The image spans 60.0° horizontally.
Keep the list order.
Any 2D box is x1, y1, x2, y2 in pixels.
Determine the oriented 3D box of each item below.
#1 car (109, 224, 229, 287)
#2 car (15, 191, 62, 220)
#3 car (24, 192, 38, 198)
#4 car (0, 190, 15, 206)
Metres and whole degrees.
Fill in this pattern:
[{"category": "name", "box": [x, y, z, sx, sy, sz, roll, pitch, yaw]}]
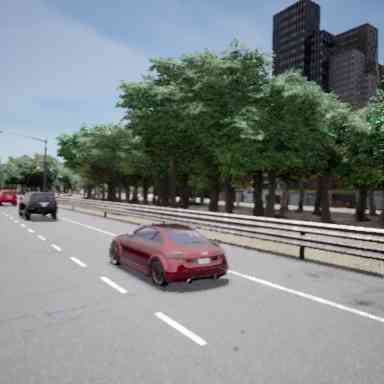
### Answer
[{"category": "car", "box": [-0.837, 1.606, 9.648, 1.994, 1.385, 4.181, 2, -1, -34]}, {"category": "car", "box": [-12.153, 1.023, 26.198, 2.150, 2.045, 5.566, 2, 0, -34]}, {"category": "car", "box": [-41.134, 0.817, 85.112, 1.812, 1.442, 4.674, 2, 0, -6]}, {"category": "car", "box": [-24.776, 0.776, 44.647, 2.150, 2.045, 5.566, 2, -1, -34]}]
